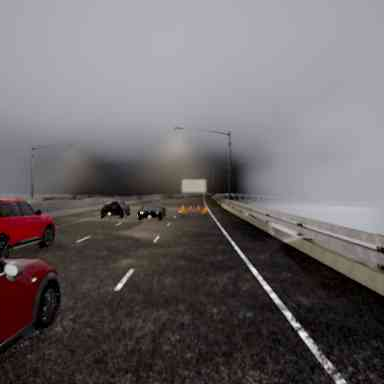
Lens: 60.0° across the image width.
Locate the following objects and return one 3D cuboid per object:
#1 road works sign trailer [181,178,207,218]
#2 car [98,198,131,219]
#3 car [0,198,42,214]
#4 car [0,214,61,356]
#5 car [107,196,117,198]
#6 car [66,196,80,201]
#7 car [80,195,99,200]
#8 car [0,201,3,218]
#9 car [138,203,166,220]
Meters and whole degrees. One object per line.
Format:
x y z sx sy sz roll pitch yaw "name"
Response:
0.181 0.478 30.365 2.380 3.560 2.880 0 0 1 "road works sign trailer"
-6.719 1.519 29.573 1.837 1.490 4.892 0 0 1 "car"
-6.865 1.227 11.711 2.150 2.045 5.566 0 0 0 "car"
-3.387 1.354 4.092 2.097 1.767 4.553 0 0 0 "car"
-16.603 1.516 69.013 1.837 1.490 4.892 0 0 1 "car"
-23.657 1.527 66.986 1.837 1.490 4.892 0 0 1 "car"
-20.157 1.381 66.923 2.097 1.767 4.553 0 0 1 "car"
-17.447 1.519 26.664 1.837 1.490 4.892 0 0 1 "car"
-3.240 1.614 27.822 1.895 1.301 4.718 0 0 1 "car"
